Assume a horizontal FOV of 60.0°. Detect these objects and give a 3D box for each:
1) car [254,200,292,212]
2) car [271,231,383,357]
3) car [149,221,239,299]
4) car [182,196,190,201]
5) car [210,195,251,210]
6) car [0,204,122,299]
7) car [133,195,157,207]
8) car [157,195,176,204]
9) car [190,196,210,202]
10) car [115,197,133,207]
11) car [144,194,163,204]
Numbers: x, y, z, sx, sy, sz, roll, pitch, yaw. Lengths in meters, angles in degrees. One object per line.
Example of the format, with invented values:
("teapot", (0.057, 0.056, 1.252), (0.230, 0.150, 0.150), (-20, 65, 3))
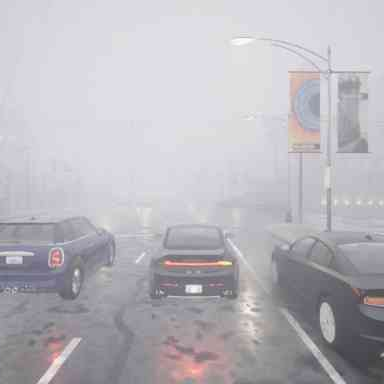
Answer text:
("car", (9.112, 1.564, 37.628), (4.181, 1.385, 1.994), (0, 0, 11))
("car", (2.892, 1.480, 6.284), (2.097, 1.535, 5.008), (0, 0, 0))
("car", (0.049, 1.505, 8.443), (1.837, 1.490, 4.892), (0, 0, 0))
("car", (-0.462, 1.553, 80.063), (1.994, 1.385, 4.181), (0, 0, 36))
("car", (5.282, 1.491, 43.571), (4.902, 1.511, 2.128), (0, 0, 37))
("car", (-3.450, 1.352, 8.625), (2.097, 1.767, 4.553), (0, 0, 0))
("car", (-6.962, 1.352, 49.944), (2.097, 1.767, 4.553), (0, 0, 2))
("car", (-4.745, 1.352, 64.523), (2.097, 1.767, 4.553), (0, 0, 18))
("car", (2.519, 1.540, 78.204), (2.033, 1.411, 5.357), (0, 0, 36))
("car", (-10.474, 1.547, 51.999), (2.033, 1.411, 5.357), (0, 0, 2))
("car", (-7.682, 1.352, 67.089), (2.097, 1.767, 4.553), (0, 0, 20))
